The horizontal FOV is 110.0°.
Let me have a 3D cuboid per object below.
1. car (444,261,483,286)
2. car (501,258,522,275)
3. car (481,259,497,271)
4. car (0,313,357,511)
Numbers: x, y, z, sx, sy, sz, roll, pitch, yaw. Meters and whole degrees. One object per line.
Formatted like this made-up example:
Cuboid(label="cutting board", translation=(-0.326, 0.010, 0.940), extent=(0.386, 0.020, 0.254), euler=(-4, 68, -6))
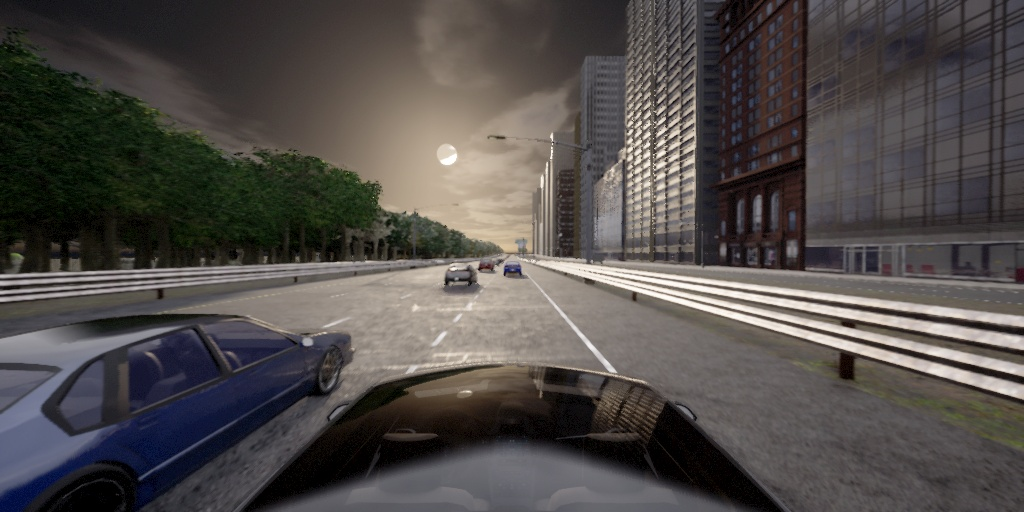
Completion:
Cuboid(label="car", translation=(-3.507, 1.260, 25.167), extent=(2.128, 1.511, 4.902), euler=(0, 0, 0))
Cuboid(label="car", translation=(0.063, 1.282, 39.626), extent=(1.882, 1.535, 5.008), euler=(0, 0, 0))
Cuboid(label="car", translation=(-3.581, 1.177, 51.095), extent=(2.097, 1.767, 4.553), euler=(0, 0, 0))
Cuboid(label="car", translation=(-3.497, 1.291, 3.488), extent=(2.033, 1.411, 5.357), euler=(0, 0, 0))
